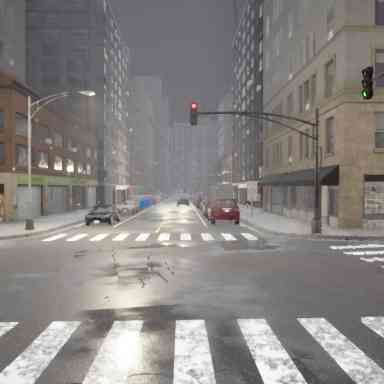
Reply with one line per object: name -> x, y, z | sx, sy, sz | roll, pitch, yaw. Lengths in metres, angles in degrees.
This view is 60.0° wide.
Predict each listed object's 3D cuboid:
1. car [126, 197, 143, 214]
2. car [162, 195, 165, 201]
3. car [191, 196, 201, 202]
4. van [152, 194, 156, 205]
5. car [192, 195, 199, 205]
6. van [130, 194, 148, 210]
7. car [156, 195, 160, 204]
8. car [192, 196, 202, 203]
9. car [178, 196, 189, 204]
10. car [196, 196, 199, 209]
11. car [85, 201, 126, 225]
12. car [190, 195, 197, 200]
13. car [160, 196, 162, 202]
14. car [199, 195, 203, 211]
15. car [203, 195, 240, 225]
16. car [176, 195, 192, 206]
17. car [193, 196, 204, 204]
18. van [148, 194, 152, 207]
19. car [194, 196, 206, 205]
car -> -6.604, 1.529, 34.898 | 1.752, 1.417, 4.829 | -1, 0, -2
car -> -7.680, 1.428, 74.153 | 1.967, 1.590, 4.097 | -1, 0, -2
car -> 0.855, 1.538, 74.387 | 2.008, 1.369, 4.403 | -1, 0, -2
van -> -7.070, 1.340, 51.819 | 1.690, 1.788, 3.998 | -1, 0, -2
car -> 1.611, 1.316, 46.468 | 2.192, 1.841, 5.009 | -1, 0, -2
van -> -6.764, 1.344, 40.651 | 1.690, 1.788, 3.998 | -1, 0, -2
car -> -7.223, 1.312, 57.403 | 2.192, 1.841, 5.009 | -1, 0, -2
car -> 1.007, 1.557, 68.804 | 1.947, 1.339, 4.313 | -1, 0, -2
car -> -1.719, 1.541, 63.897 | 2.033, 1.411, 5.357 | 0, 0, -2
car -> 1.760, 1.528, 41.054 | 1.752, 1.417, 4.829 | -1, 0, -2
car -> -6.302, 1.569, 23.900 | 1.947, 1.339, 4.313 | -1, 0, -2
car -> 0.400, 1.525, 91.139 | 2.008, 1.369, 4.403 | -1, 0, -2
car -> -7.374, 1.434, 62.986 | 1.967, 1.590, 4.097 | -1, 0, -2
car -> 2.066, 1.319, 29.717 | 2.192, 1.841, 5.009 | -1, 0, -2
car -> 2.217, 1.318, 24.133 | 2.192, 1.841, 5.009 | -1, 0, -2
car -> -1.434, 1.504, 53.479 | 1.837, 1.490, 4.892 | 0, 0, -2
car -> 1.158, 1.560, 63.220 | 1.947, 1.339, 4.313 | -1, 0, -2
van -> -6.917, 1.342, 46.235 | 1.690, 1.788, 3.998 | -1, 0, -2
car -> 1.305, 1.522, 57.806 | 1.752, 1.417, 4.829 | -1, 0, -2
